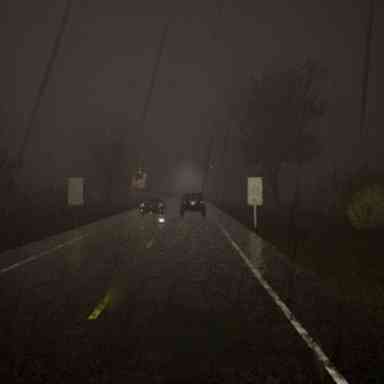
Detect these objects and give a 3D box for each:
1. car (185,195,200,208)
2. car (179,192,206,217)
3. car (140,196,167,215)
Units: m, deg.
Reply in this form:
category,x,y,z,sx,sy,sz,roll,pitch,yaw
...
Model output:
category,x,y,z,sx,sy,sz,roll,pitch,yaw
car,0.075,1.272,44.950,1.882,1.535,5.008,0,0,0
car,0.068,1.058,29.212,2.150,2.045,5.566,0,-1,0
car,-3.560,1.191,31.177,2.097,1.767,4.553,0,0,1
